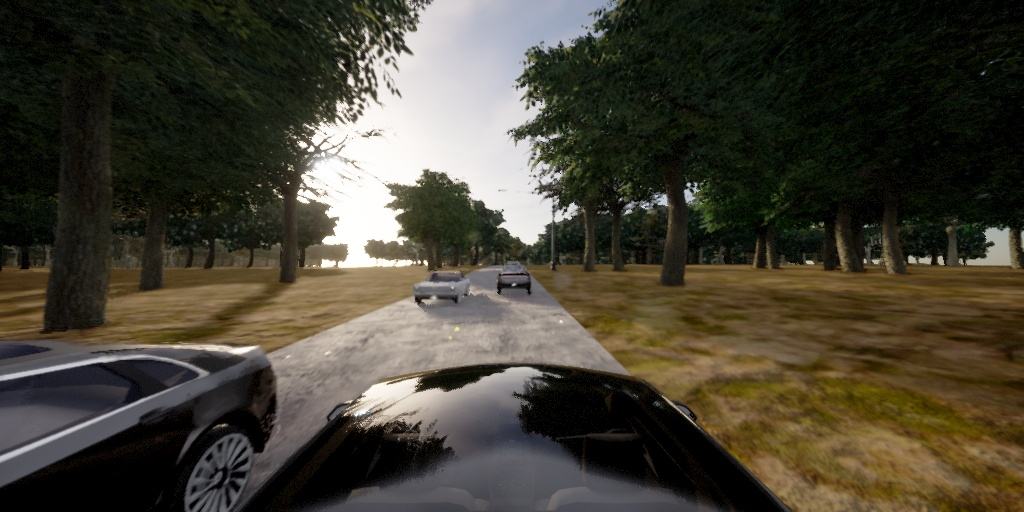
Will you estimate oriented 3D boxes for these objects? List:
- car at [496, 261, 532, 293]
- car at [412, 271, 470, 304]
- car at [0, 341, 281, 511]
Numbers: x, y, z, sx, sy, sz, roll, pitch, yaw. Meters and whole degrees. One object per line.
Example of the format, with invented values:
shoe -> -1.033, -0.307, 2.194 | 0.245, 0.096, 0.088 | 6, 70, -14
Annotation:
car -> 0.105, 1.262, 20.755 | 2.128, 1.511, 4.902 | 0, 0, 0
car -> -3.096, 1.367, 16.499 | 1.895, 1.301, 4.718 | 0, 0, 0
car -> -3.062, 1.241, 1.277 | 2.128, 1.511, 4.902 | 0, 0, 0
